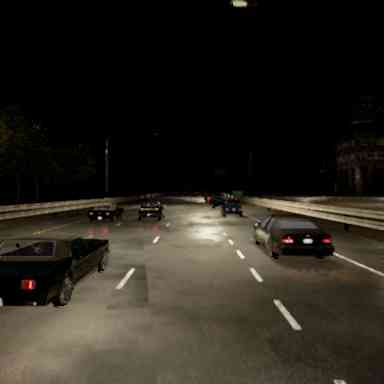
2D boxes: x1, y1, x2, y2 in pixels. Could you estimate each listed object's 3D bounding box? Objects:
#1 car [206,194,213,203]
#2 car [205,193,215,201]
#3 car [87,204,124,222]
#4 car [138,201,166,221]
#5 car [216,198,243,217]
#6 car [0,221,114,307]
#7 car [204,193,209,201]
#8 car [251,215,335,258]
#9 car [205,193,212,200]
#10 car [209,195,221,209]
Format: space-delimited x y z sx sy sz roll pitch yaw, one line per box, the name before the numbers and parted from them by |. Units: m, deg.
car | 3.854 1.488 56.973 1.837 1.490 4.892 0 0 1
car | 4.172 1.210 78.873 2.097 1.767 4.553 0 1 1
car | -6.817 1.647 26.878 1.895 1.301 4.718 0 0 0
car | -3.308 1.537 27.998 2.128 1.511 4.902 0 0 0
car | 3.713 1.587 31.875 2.033 1.411 5.357 0 0 1
car | -3.390 1.629 7.966 1.895 1.301 4.718 0 0 0
car | 4.000 1.309 67.912 2.097 1.767 4.553 0 0 1
car | 3.622 1.586 12.874 2.033 1.411 5.357 0 0 0
car | 4.375 1.151 90.063 1.801 1.575 5.366 0 1 1
car | 3.732 1.513 46.002 1.837 1.490 4.892 0 0 1
